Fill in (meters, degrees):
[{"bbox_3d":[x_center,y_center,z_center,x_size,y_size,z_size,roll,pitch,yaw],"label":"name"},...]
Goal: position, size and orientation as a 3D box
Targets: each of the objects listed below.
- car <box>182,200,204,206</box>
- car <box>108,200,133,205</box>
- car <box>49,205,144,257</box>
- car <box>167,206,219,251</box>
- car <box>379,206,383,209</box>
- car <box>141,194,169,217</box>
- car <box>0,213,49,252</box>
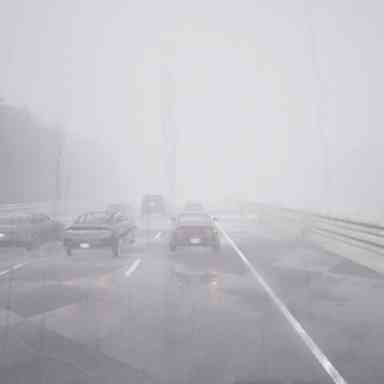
[{"bbox_3d":[0.114,1.488,31.666,2.128,1.511,4.902,0,0,0],"label":"car"},{"bbox_3d":[-6.886,1.502,31.781,1.837,1.490,4.892,0,0,0],"label":"car"},{"bbox_3d":[-3.397,1.486,12.994,2.128,1.511,4.902,0,0,0],"label":"car"},{"bbox_3d":[0.107,1.518,13.914,1.812,1.442,4.674,0,0,0],"label":"car"},{"bbox_3d":[29.188,1.730,47.652,1.812,1.442,4.674,0,0,-26],"label":"car"},{"bbox_3d":[-3.376,1.217,30.920,2.150,2.045,5.566,0,0,0],"label":"car"},{"bbox_3d":[-6.896,1.551,14.001,1.994,1.385,4.181,0,0,0],"label":"car"}]
